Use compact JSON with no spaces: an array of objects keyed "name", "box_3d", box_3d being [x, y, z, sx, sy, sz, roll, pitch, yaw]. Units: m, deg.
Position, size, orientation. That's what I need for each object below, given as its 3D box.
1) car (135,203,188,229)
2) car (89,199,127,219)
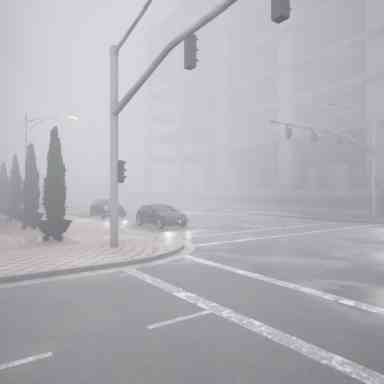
[{"name":"car","box_3d":[-2.132,1.560,22.296,1.837,1.490,4.892,0,0,-35]},{"name":"car","box_3d":[-7.669,1.408,30.221,2.097,1.767,4.553,0,0,-35]}]
